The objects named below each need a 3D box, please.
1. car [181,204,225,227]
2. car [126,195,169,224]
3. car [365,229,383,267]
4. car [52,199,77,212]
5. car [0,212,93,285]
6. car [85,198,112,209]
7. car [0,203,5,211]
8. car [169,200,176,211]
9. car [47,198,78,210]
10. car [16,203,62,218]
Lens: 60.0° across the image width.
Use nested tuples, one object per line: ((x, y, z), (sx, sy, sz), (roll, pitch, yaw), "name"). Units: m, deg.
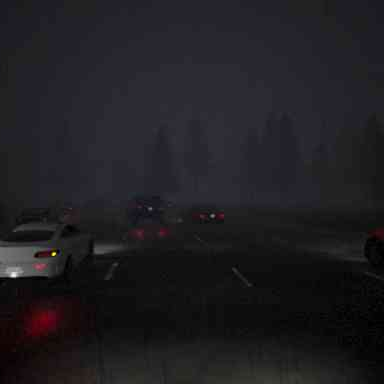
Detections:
((0.639, 1.538, 22.932), (2.033, 1.411, 5.357), (0, 0, -15), "car")
((-3.611, 1.236, 24.983), (2.150, 2.045, 5.566), (0, 0, -17), "car")
((6.505, 1.312, 8.445), (2.097, 1.767, 4.553), (0, 0, -5), "car")
((-14.484, 1.600, 37.352), (1.812, 1.442, 4.674), (0, 0, -40), "car")
((-4.113, 1.547, 9.526), (1.812, 1.442, 4.674), (0, 0, -6), "car")
((-12.894, 1.589, 45.879), (4.674, 1.442, 1.812), (0, 0, 43), "car")
((-25.559, 1.701, 41.851), (4.181, 1.385, 1.994), (0, 0, 31), "car")
((-3.715, 1.575, 40.905), (1.994, 1.385, 4.181), (0, 0, -35), "car")
((-17.463, 1.615, 44.757), (4.674, 1.442, 1.812), (0, 0, 39), "car")
((-9.811, 1.652, 21.411), (1.895, 1.301, 4.718), (0, 0, -15), "car")
